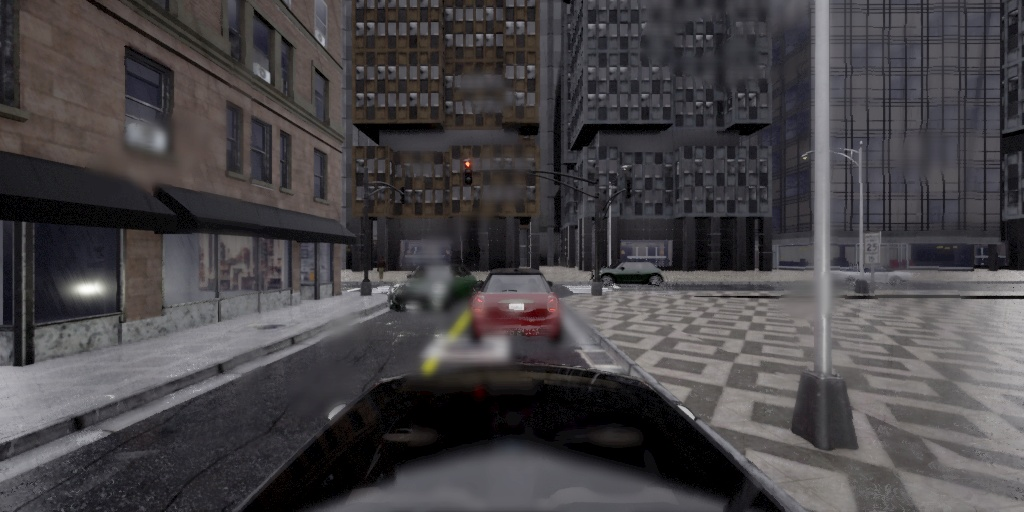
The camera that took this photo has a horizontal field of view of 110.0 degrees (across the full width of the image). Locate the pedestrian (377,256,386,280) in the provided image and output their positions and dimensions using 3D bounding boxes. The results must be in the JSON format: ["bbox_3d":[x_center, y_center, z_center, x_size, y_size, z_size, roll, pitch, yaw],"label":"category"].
[{"bbox_3d":[-9.839,0.903,26.925,0.375,1.860,0.375,0,0,1],"label":"pedestrian"}]

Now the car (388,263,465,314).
[{"bbox_3d":[-2.873,1.102,13.928,2.097,1.767,4.553,0,0,10],"label":"car"}]

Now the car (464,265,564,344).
[{"bbox_3d":[0.068,1.102,9.743,2.097,1.767,4.553,0,0,-1],"label":"car"}]

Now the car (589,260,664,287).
[{"bbox_3d":[7.472,1.089,23.699,4.553,1.767,2.097,0,0,1],"label":"car"}]

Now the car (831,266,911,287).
[{"bbox_3d":[22.859,1.317,23.530,4.718,1.301,1.895,0,0,1],"label":"car"}]
